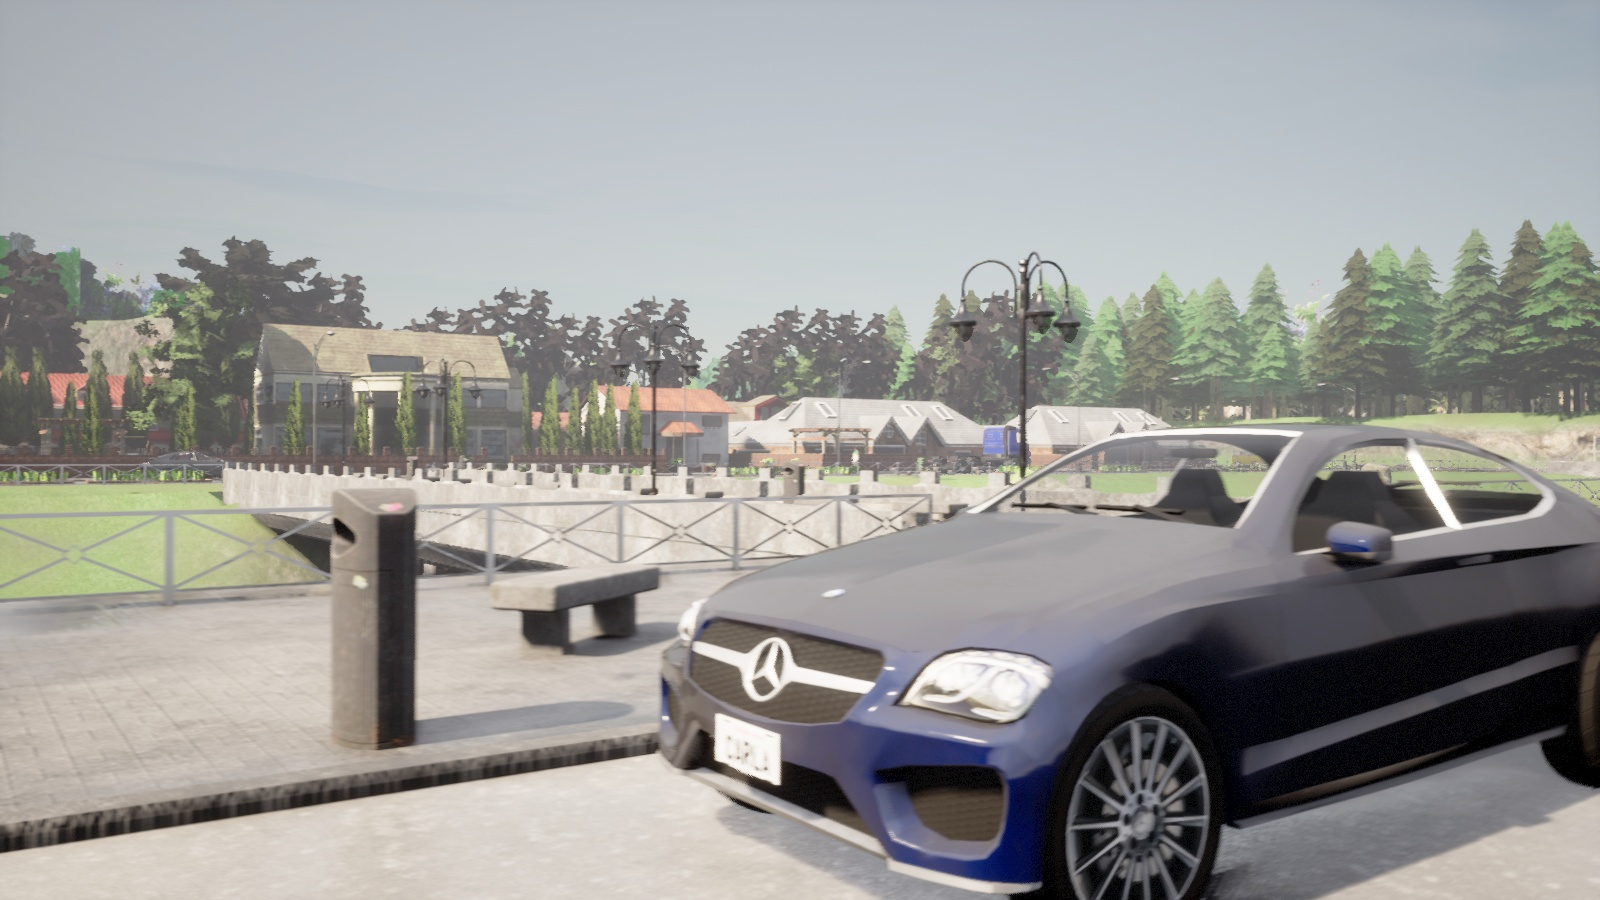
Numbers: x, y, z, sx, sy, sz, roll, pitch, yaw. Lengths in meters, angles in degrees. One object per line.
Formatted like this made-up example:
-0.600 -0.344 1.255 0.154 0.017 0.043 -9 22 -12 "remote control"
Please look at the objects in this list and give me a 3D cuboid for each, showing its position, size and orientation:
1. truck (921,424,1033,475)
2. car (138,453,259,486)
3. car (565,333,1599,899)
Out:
12.478 -0.047 88.098 7.936 3.462 2.891 0 0 -35 "truck"
-28.527 0.907 59.566 4.902 1.511 2.128 0 0 -35 "car"
1.753 0.533 5.489 5.027 1.651 2.152 0 0 -35 "car"
